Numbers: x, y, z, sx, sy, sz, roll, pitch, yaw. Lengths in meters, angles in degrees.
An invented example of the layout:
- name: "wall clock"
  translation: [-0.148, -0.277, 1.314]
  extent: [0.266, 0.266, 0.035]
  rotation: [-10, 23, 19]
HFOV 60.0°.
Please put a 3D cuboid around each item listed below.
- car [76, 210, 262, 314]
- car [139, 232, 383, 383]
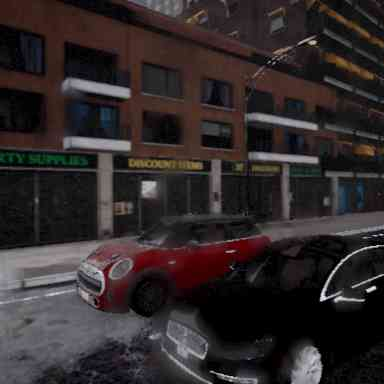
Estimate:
- name: "car"
  translation: [-0.196, 1.340, 7.589]
  extent: [4.553, 1.767, 2.097]
  rotation: [-1, 0, -36]
- name: "car"
  translation: [1.858, 1.483, 5.059]
  extent: [4.892, 1.490, 1.837]
  rotation: [0, 0, -36]
